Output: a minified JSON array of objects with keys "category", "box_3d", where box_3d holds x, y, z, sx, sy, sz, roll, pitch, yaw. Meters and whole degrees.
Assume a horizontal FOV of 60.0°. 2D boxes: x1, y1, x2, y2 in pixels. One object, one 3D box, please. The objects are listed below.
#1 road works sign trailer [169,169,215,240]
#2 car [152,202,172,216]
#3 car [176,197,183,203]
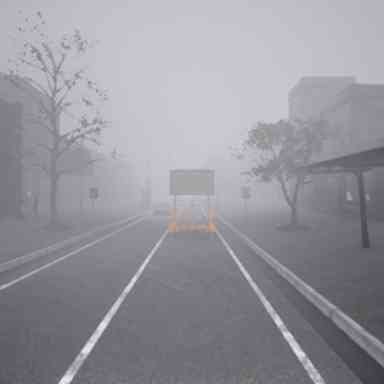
[{"category":"road works sign trailer","box_3d":[0.002,0.570,17.669,2.380,3.560,2.880,0,0,0]},{"category":"car","box_3d":[-3.095,1.808,35.677,2.033,1.411,5.357,0,0,0]},{"category":"car","box_3d":[-2.990,1.833,77.068,1.994,1.385,4.181,0,0,0]}]
